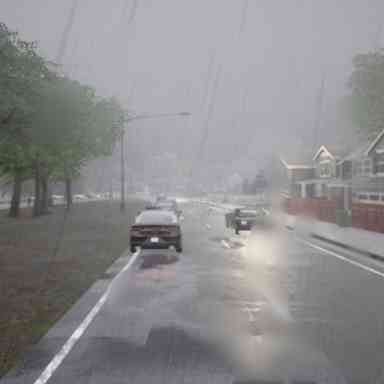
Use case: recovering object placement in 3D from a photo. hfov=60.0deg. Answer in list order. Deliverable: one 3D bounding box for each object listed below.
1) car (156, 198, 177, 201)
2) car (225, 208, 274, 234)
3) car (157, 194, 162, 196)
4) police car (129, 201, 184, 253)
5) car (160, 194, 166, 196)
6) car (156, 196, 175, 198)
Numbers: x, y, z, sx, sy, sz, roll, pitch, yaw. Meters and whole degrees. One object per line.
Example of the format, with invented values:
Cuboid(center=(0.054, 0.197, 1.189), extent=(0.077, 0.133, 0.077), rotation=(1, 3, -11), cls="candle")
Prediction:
Cuboid(center=(-1.891, 1.418, 23.613), extent=(1.837, 1.490, 4.892), rotation=(0, 0, -4), cls="car")
Cuboid(center=(3.033, 1.534, 18.601), extent=(1.895, 1.301, 4.718), rotation=(0, 0, -3), cls="car")
Cuboid(center=(-6.056, 1.130, 66.087), extent=(1.882, 1.535, 5.008), rotation=(0, 0, -11), cls="car")
Cuboid(center=(-1.355, 1.383, 13.720), extent=(1.930, 1.638, 5.238), rotation=(0, 0, -2), cls="police car")
Cuboid(center=(-3.250, 1.372, 48.019), extent=(1.895, 1.301, 4.718), rotation=(0, 0, -8), cls="car")
Cuboid(center=(-2.344, 1.406, 29.609), extent=(1.812, 1.442, 4.674), rotation=(0, 0, -5), cls="car")
